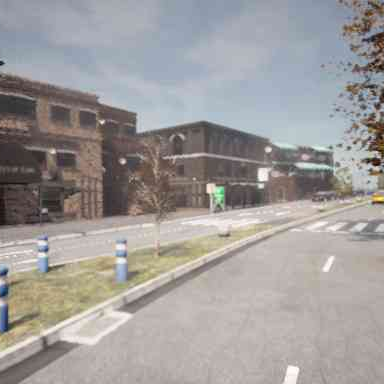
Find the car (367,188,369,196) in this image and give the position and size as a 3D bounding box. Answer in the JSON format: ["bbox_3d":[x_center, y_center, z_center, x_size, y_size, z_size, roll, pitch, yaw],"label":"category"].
[{"bbox_3d":[34.099,0.019,65.406,2.002,1.452,4.674,-2,0,45],"label":"car"}]

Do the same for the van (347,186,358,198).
[{"bbox_3d":[26.397,0.059,57.258,1.878,1.987,4.442,-2,0,43],"label":"van"}]

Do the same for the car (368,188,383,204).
[{"bbox_3d":[22.518,0.585,39.013,1.882,1.535,5.008,-2,1,39],"label":"car"}]

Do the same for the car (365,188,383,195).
[{"bbox_3d":[38.012,-0.102,69.329,4.674,1.452,2.002,-2,0,-44],"label":"car"}]

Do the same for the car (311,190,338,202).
[{"bbox_3d":[19.232,0.622,48.990,2.097,1.535,5.008,-2,1,40],"label":"car"}]

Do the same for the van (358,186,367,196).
[{"bbox_3d":[30.146,-0.102,61.332,1.878,1.987,4.442,-2,0,44],"label":"van"}]

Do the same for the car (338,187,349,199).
[{"bbox_3d":[22.784,0.485,53.177,2.163,1.488,4.792,-2,1,42],"label":"car"}]
